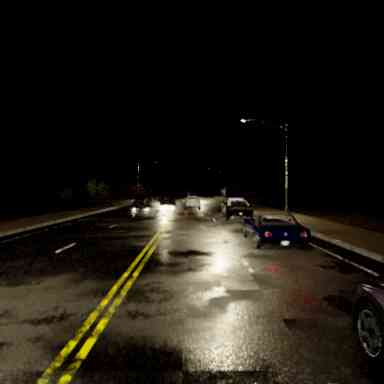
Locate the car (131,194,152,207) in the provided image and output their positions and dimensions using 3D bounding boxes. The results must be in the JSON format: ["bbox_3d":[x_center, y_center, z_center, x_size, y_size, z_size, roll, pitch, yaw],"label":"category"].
[{"bbox_3d":[-6.490,1.019,43.255,2.097,1.767,4.553,0,1,1],"label":"car"}]

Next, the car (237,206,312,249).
[{"bbox_3d":[3.268,1.495,13.874,1.895,1.301,4.718,0,0,0],"label":"car"}]

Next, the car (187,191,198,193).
[{"bbox_3d":[0.172,1.046,55.969,1.882,1.535,5.008,0,0,0],"label":"car"}]

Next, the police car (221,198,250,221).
[{"bbox_3d":[3.283,1.234,24.952,1.930,1.638,5.238,0,0,0],"label":"police car"}]

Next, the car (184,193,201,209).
[{"bbox_3d":[0.043,1.224,39.417,1.812,1.442,4.674,0,0,0],"label":"car"}]

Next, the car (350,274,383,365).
[{"bbox_3d":[3.254,1.409,2.843,2.033,1.649,4.856,0,0,0],"label":"car"}]

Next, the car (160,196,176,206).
[{"bbox_3d":[-3.222,1.217,45.233,1.994,1.385,4.181,0,0,1],"label":"car"}]
